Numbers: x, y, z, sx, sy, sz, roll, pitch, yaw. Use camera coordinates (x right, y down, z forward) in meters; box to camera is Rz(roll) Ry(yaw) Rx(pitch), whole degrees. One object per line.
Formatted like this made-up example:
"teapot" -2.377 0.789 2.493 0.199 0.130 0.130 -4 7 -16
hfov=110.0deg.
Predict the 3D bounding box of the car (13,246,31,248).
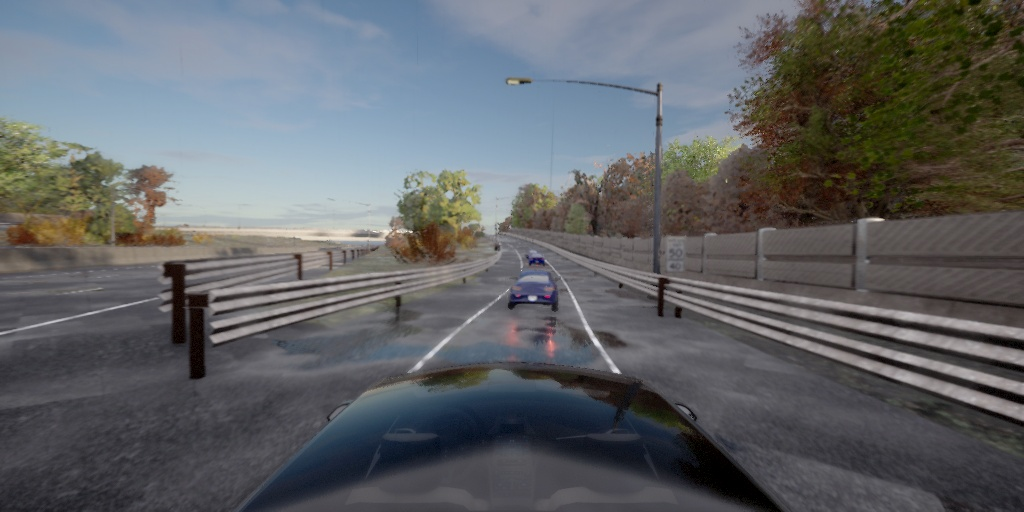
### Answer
"car" -38.659 0.040 30.535 1.895 1.301 4.718 0 1 -19

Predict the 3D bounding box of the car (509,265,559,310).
"car" 0.942 1.291 14.727 1.812 1.442 4.674 1 0 6

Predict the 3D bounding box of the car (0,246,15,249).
"car" -42.185 -0.092 30.020 2.128 1.511 4.902 0 1 -19

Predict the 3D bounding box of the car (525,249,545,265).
"car" 2.959 0.357 44.066 1.882 1.535 5.008 1 3 1
